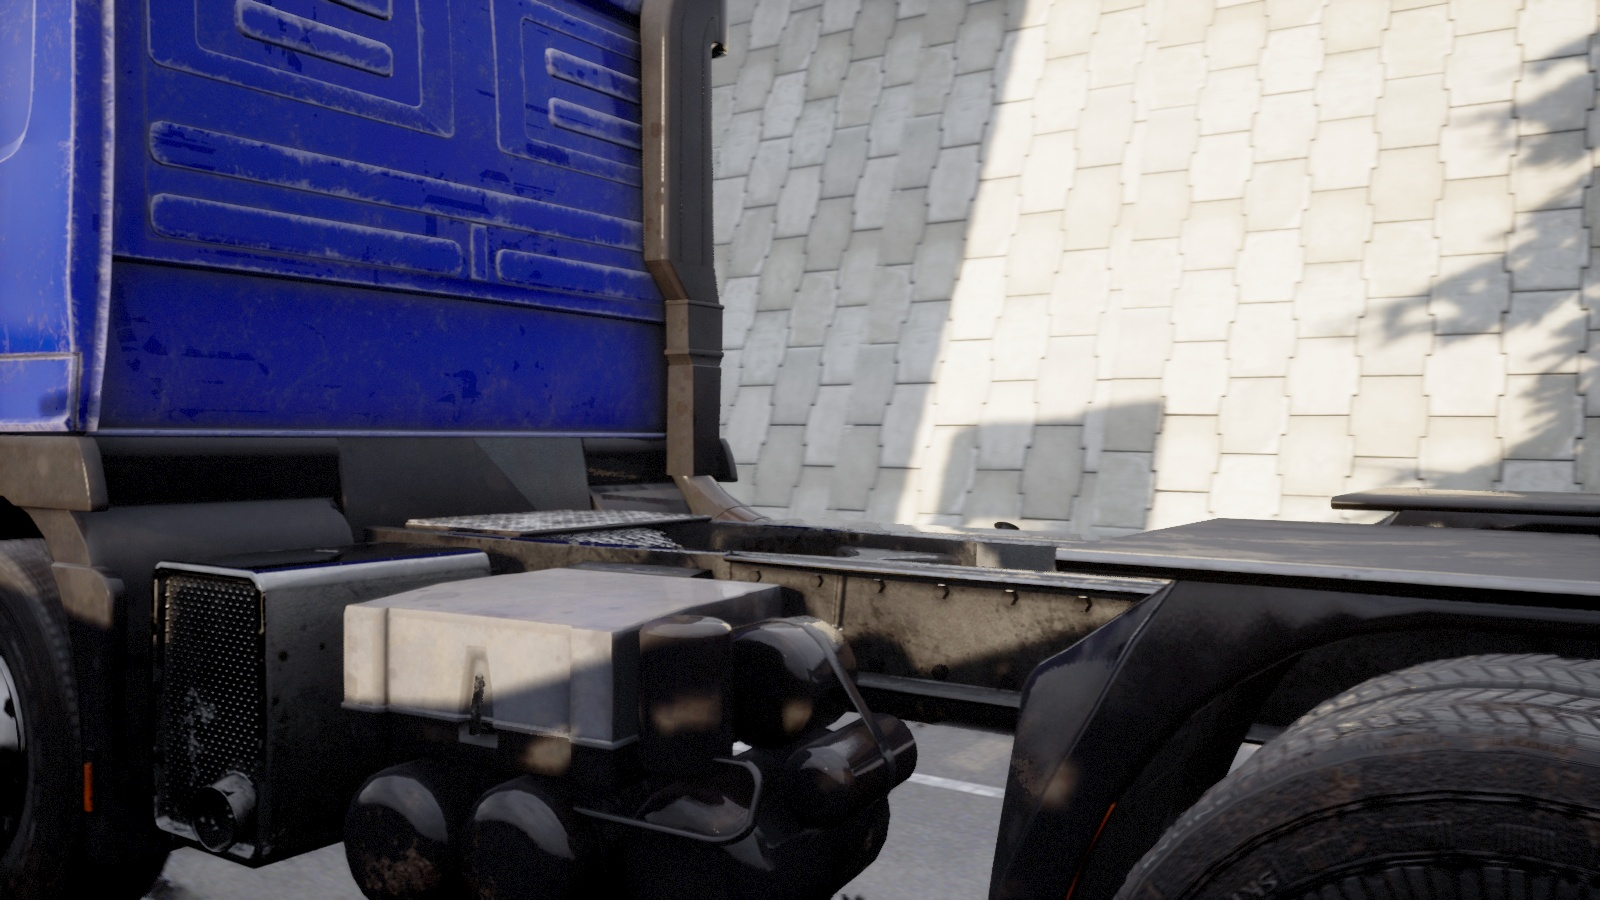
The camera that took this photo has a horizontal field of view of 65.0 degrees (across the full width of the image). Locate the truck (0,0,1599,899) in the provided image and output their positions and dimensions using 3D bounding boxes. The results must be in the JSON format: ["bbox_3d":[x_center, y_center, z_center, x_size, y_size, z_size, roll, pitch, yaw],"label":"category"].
[{"bbox_3d":[0.325,-0.300,3.388,7.936,3.462,2.891,0,1,34],"label":"truck"}]
